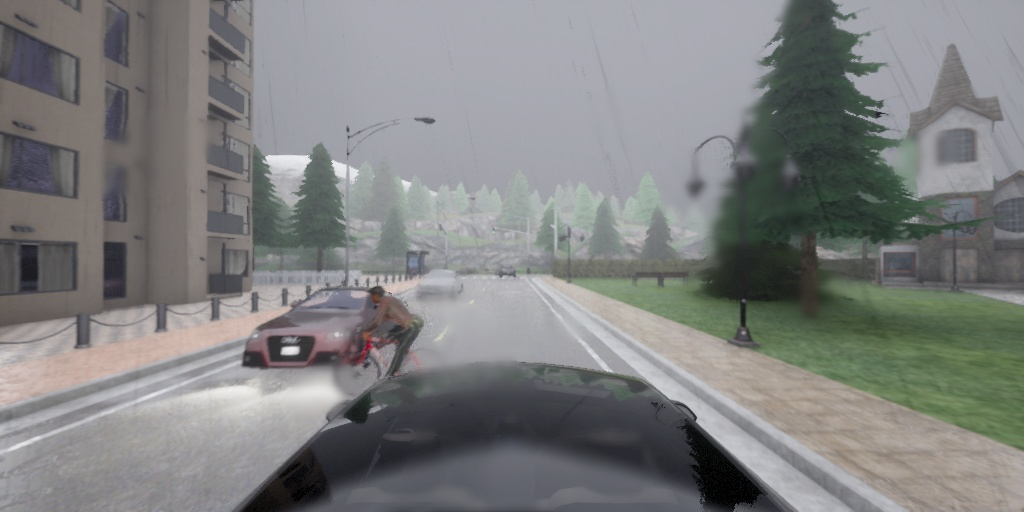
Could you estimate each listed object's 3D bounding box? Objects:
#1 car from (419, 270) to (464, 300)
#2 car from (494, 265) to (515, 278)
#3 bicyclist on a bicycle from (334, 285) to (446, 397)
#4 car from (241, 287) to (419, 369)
[{"bbox_3d":[-3.717,1.492,19.449,1.812,1.442,4.674,0,-1,0],"label":"car"},{"bbox_3d":[-0.891,1.741,42.309,2.128,1.511,4.902,0,-1,-13],"label":"car"},{"bbox_3d":[-1.784,1.246,5.213,1.656,1.620,0.582,-2,-1,0],"label":"bicyclist on a bicycle"},{"bbox_3d":[-3.639,1.390,7.860,1.994,1.385,4.181,0,-1,0],"label":"car"}]
